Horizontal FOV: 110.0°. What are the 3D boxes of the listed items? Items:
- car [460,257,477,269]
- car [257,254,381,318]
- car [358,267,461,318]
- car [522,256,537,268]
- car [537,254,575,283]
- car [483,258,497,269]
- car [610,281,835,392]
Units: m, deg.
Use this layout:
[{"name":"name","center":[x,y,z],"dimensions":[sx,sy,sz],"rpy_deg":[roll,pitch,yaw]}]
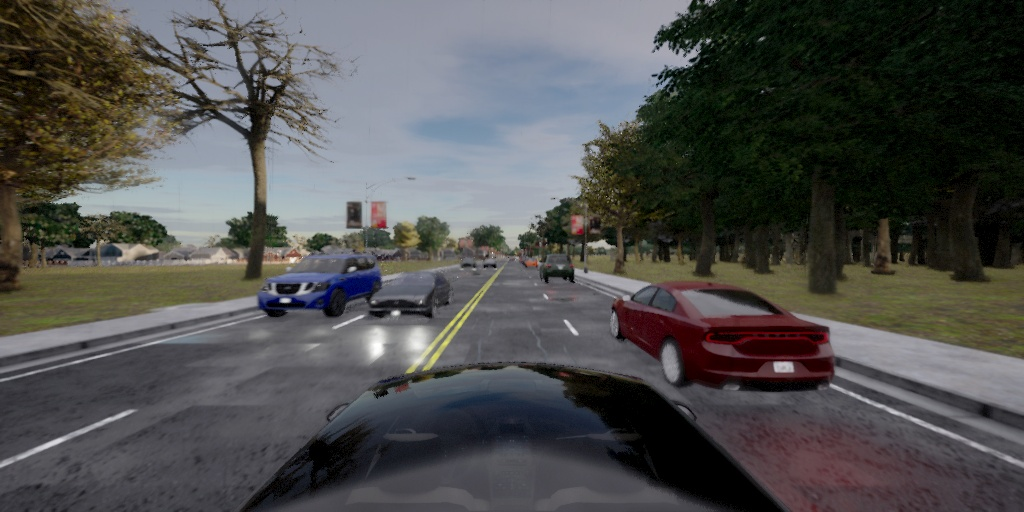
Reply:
[{"name":"car","center":[-6.571,1.009,54.793],"dimensions":[2.097,1.767,4.553],"rpy_deg":[0,0,0]},{"name":"car","center":[-6.604,0.936,13.207],"dimensions":[2.150,2.045,5.566],"rpy_deg":[0,0,0]},{"name":"car","center":[-3.353,1.262,13.007],"dimensions":[2.033,1.411,5.357],"rpy_deg":[0,0,0]},{"name":"car","center":[3.240,1.013,59.751],"dimensions":[2.097,1.767,4.553],"rpy_deg":[0,0,0]},{"name":"car","center":[3.345,0.899,27.249],"dimensions":[2.150,2.045,5.566],"rpy_deg":[0,0,0]},{"name":"car","center":[-3.323,1.135,54.620],"dimensions":[1.882,1.535,5.008],"rpy_deg":[0,0,0]},{"name":"car","center":[3.349,1.210,6.895],"dimensions":[1.882,1.535,5.008],"rpy_deg":[0,0,0]}]
